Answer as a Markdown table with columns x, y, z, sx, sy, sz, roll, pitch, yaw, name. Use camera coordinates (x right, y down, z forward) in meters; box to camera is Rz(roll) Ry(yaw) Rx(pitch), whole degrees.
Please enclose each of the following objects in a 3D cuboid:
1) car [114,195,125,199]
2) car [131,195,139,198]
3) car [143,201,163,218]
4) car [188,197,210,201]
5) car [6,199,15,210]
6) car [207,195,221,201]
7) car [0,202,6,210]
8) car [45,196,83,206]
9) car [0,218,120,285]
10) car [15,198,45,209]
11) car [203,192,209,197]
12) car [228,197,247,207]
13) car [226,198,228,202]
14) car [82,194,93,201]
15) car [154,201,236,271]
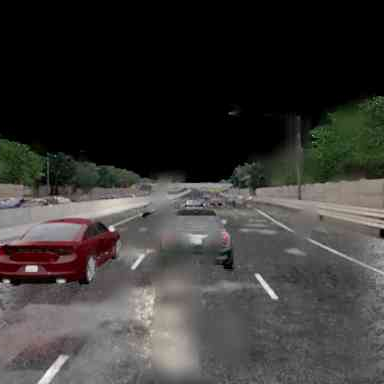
| x | y | z | sx | sy | sz | roll | pitch | yaw | name |
| --- | --- | --- | --- | --- | --- | --- | --- | --- | --- |
| -16.853 | 1.494 | 77.908 | 1.837 | 1.490 | 4.892 | 0 | 0 | 1 | car |
| -13.353 | 1.519 | 77.850 | 1.812 | 1.442 | 4.674 | 0 | 0 | 1 | car |
| -3.290 | 1.548 | 30.485 | 1.994 | 1.385 | 4.181 | 0 | 0 | 0 | car |
| 0.204 | 1.476 | 29.700 | 2.128 | 1.511 | 4.902 | 0 | 0 | 0 | car |
| -20.904 | 1.509 | 39.509 | 1.812 | 1.442 | 4.674 | 0 | 0 | 1 | car |
| 3.829 | 1.606 | 54.814 | 1.895 | 1.301 | 4.718 | 0 | 0 | 1 | car |
| -23.712 | 1.474 | 37.735 | 2.128 | 1.511 | 4.902 | 0 | 0 | -3 | car |
| -13.937 | 1.509 | 36.615 | 1.812 | 1.442 | 4.674 | 0 | 0 | 1 | car |
| -3.384 | 1.471 | 9.504 | 1.882 | 1.535 | 5.008 | 0 | 0 | 0 | car |
| -17.431 | 1.547 | 37.153 | 1.994 | 1.385 | 4.181 | 0 | 0 | 1 | car |
| 4.315 | 1.553 | 87.424 | 1.882 | 1.535 | 5.008 | 0 | 0 | 1 | car |
| 7.197 | 1.493 | 50.939 | 2.128 | 1.511 | 4.902 | 0 | 0 | 2 | car |
| 7.411 | 1.584 | 61.529 | 1.994 | 1.385 | 4.181 | 0 | 0 | 1 | car |
| -23.889 | 1.337 | 75.713 | 1.837 | 1.490 | 4.892 | 0 | 0 | 1 | car |
| 0.120 | 1.345 | 11.091 | 2.097 | 1.767 | 4.553 | 0 | 0 | 0 | car |
